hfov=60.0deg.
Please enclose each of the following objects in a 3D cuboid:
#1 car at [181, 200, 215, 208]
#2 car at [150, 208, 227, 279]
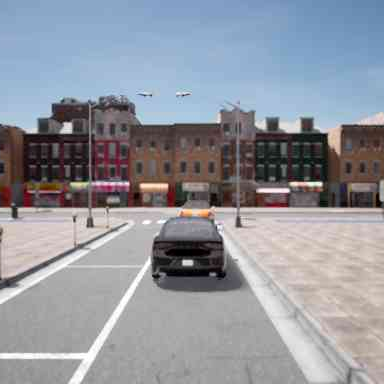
[{"bbox_3d":[0.375,1.295,20.847,2.097,1.767,4.553,0,0,4],"label":"car"},{"bbox_3d":[-0.064,1.450,10.014,1.882,1.535,5.008,0,0,1],"label":"car"}]
